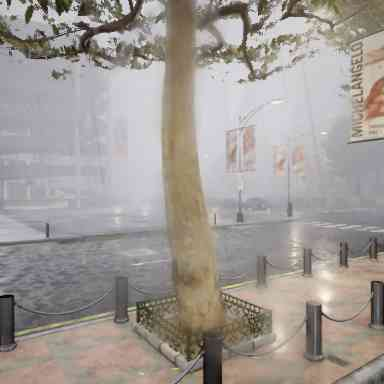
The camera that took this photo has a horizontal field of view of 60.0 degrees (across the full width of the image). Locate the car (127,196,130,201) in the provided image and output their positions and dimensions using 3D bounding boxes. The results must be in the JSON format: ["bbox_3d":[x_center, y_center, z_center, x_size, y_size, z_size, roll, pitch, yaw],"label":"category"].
[{"bbox_3d":[-17.539,1.440,81.080,4.892,1.490,1.837,0,0,12],"label":"car"}]

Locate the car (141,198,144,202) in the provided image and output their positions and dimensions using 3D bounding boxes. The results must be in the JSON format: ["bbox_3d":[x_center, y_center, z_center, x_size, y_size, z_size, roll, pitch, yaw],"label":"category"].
[{"bbox_3d":[-8.972,1.478,73.850,5.008,1.535,1.882,0,0,30],"label":"car"}]

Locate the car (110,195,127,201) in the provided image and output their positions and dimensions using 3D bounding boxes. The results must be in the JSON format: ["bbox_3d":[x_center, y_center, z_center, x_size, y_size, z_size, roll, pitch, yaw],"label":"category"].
[{"bbox_3d":[-18.503,1.427,77.715,5.008,1.535,1.882,0,0,12],"label":"car"}]

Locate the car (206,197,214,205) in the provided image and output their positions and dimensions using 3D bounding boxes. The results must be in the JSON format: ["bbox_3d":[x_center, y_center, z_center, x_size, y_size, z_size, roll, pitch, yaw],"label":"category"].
[{"bbox_3d":[4.157,1.547,55.941,2.033,1.411,5.357,0,0,-36],"label":"car"}]

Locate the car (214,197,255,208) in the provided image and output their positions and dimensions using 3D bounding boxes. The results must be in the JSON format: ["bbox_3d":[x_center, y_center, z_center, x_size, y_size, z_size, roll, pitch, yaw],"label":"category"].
[{"bbox_3d":[5.957,1.547,47.398,2.033,1.411,5.357,0,0,-35],"label":"car"}]

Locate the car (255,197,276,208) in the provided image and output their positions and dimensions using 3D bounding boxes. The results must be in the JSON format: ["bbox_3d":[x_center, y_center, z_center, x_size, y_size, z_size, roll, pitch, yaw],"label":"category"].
[{"bbox_3d":[9.803,1.505,47.996,1.837,1.490,4.892,0,0,-36],"label":"car"}]

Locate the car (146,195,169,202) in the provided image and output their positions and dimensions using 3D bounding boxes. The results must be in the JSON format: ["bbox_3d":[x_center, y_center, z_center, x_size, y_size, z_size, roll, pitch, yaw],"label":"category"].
[{"bbox_3d":[-7.947,1.525,77.261,4.902,1.511,2.128,0,0,26],"label":"car"}]

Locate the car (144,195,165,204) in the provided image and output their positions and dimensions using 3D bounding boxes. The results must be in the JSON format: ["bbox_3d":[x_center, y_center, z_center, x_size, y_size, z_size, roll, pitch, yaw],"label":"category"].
[{"bbox_3d":[-6.329,1.505,62.928,4.892,1.490,1.837,0,0,42],"label":"car"}]
